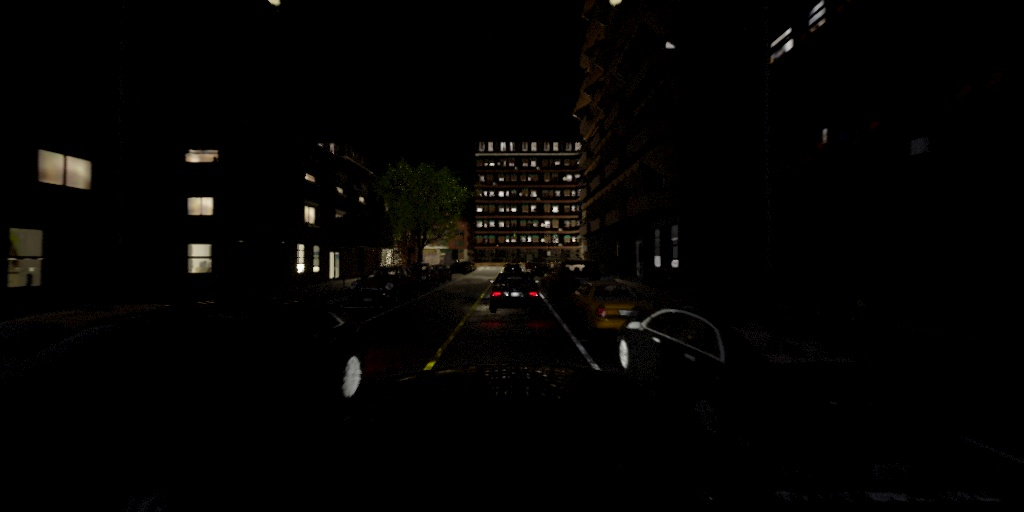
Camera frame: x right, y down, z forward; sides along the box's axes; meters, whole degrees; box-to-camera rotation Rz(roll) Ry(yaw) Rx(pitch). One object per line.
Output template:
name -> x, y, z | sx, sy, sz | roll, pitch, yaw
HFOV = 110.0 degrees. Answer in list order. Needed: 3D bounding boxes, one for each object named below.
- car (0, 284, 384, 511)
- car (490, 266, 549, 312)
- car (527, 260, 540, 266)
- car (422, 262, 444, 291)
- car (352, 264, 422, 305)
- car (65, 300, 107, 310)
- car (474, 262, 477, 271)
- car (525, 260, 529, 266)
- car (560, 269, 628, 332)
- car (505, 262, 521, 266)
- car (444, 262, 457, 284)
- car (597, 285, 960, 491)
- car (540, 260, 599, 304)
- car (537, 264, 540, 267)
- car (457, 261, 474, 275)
car -> -3.100, 1.256, 3.527 | 1.837, 1.490, 4.892 | 0, 0, 0
car -> 0.101, 1.307, 14.284 | 2.033, 1.411, 5.357 | 0, 0, 0
car -> 2.695, 1.343, 33.176 | 1.948, 1.339, 4.313 | 0, 0, 0
car -> -5.655, 1.206, 21.745 | 1.967, 1.591, 4.097 | 0, 0, 0
car -> -5.655, 1.201, 16.057 | 1.967, 1.591, 4.097 | 0, 0, 0
car -> -5.656, 1.277, 4.515 | 1.751, 1.417, 4.829 | 0, 0, 0
car -> -5.652, 1.340, 44.492 | 2.007, 1.370, 4.403 | 0, 0, 0
car -> 2.743, 1.237, 50.232 | 1.967, 1.591, 4.097 | 0, 0, 0
car -> 2.693, 1.282, 10.599 | 1.751, 1.417, 4.829 | 0, 0, 0
car -> 0.105, 1.349, 40.736 | 1.994, 1.385, 4.181 | 0, 0, 0
car -> -5.653, 1.353, 27.431 | 1.802, 1.307, 4.207 | 0, 0, 0
car -> 2.692, 1.303, 4.742 | 2.007, 1.370, 4.403 | 0, 0, 0
car -> 2.693, 1.076, 16.116 | 2.192, 1.841, 5.009 | 0, 0, 0
car -> 2.694, 1.348, 21.803 | 1.802, 1.307, 4.207 | 0, 0, 0
car -> -5.652, 1.349, 38.804 | 1.948, 1.339, 4.313 | 0, 0, 0
